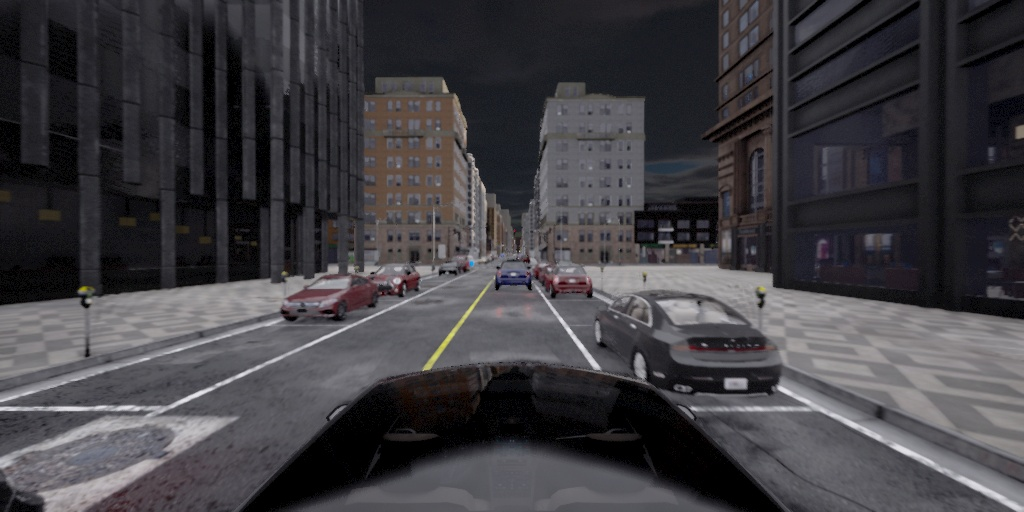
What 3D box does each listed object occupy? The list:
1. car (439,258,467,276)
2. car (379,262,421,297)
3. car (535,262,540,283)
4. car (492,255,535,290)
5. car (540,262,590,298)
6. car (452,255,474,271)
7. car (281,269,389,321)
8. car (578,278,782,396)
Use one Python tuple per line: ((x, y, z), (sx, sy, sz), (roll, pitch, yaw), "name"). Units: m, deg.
((-5.879, 1.143, 34.675), (1.948, 1.339, 4.313), (0, 0, 0), "car")
((-5.867, 1.111, 17.756), (1.967, 1.591, 4.097), (0, 0, 0), "car")
((2.655, 1.217, 23.376), (1.802, 1.307, 4.207), (0, 0, 0), "car")
((0.083, 0.999, 21.767), (2.097, 1.767, 4.553), (0, 1, 0), "car")
((2.659, 1.106, 17.737), (1.967, 1.591, 4.097), (0, 0, 0), "car")
((-5.882, 0.861, 40.315), (2.192, 1.841, 5.009), (0, 0, 0), "car")
((-5.863, 1.283, 12.115), (1.802, 1.307, 4.207), (0, 0, 0), "car")
((2.667, 1.276, 6.458), (2.007, 1.370, 4.403), (0, 0, 0), "car")
